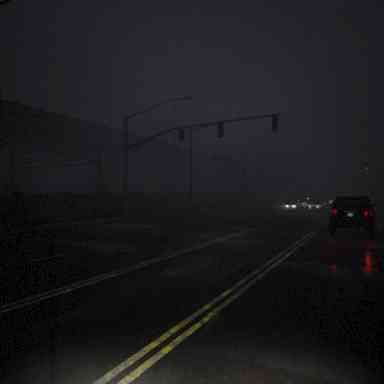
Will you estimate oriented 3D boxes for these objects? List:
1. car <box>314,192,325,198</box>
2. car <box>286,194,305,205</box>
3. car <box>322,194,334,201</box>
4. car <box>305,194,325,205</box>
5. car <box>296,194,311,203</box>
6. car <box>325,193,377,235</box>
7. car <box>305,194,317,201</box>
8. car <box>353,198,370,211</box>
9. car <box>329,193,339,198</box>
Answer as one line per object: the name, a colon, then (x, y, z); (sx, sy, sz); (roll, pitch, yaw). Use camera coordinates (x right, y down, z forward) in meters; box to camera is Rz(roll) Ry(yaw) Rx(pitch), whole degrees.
car: (33.293, 0.854, 86.956); (2.033, 1.411, 5.357); (0, 1, 28)
car: (17.543, 1.364, 57.374); (2.128, 1.511, 4.902); (0, 1, 28)
car: (30.152, 1.185, 73.589); (1.895, 1.301, 4.718); (0, 1, 28)
car: (20.926, 1.426, 56.281); (1.994, 1.385, 4.181); (0, 1, 29)
car: (22.138, 1.247, 65.966); (2.128, 1.511, 4.902); (0, 1, 28)
car: (9.237, 1.222, 19.101); (2.150, 2.045, 5.566); (0, 0, 28)
car: (26.739, 1.154, 74.625); (1.994, 1.385, 4.181); (0, 1, 28)
car: (21.356, 1.485, 41.908); (1.812, 1.442, 4.674); (0, 0, 28)
car: (36.585, 0.898, 85.694); (1.895, 1.301, 4.718); (0, 1, 28)
